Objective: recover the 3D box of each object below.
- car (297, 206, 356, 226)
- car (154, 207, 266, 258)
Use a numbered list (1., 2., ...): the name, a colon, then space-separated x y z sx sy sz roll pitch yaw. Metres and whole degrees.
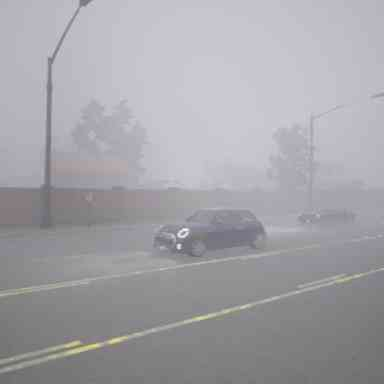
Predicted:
1. car: 9.652 1.655 23.792 4.718 1.301 1.895 0 0 -36
2. car: 0.776 1.413 13.149 4.553 1.767 2.097 0 0 -36
